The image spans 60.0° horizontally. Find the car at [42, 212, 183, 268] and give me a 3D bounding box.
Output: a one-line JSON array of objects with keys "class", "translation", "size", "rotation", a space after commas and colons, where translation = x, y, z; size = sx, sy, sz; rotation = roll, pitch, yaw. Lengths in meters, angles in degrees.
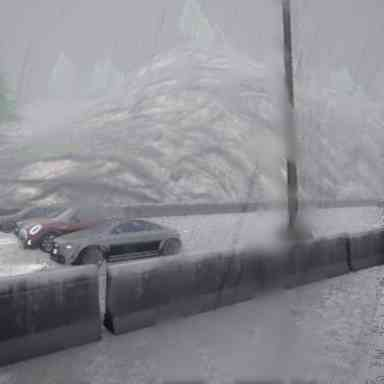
[{"class": "car", "translation": [-2.367, 1.548, 10.897], "size": [4.181, 1.385, 1.994], "rotation": [0, 0, -35]}]

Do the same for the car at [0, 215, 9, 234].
[{"class": "car", "translation": [-8.788, 1.531, 19.216], "size": [5.357, 1.411, 2.033], "rotation": [0, 0, -35]}]

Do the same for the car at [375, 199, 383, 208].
[{"class": "car", "translation": [26.522, 1.383, 44.306], "size": [5.357, 1.411, 2.033], "rotation": [0, 0, -35]}]

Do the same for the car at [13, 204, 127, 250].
[{"class": "car", "translation": [-4.541, 1.336, 13.646], "size": [4.553, 1.767, 2.097], "rotation": [0, 0, -35]}]

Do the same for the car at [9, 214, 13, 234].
[{"class": "car", "translation": [-6.479, 1.547, 16.563], "size": [4.181, 1.385, 1.994], "rotation": [0, 0, -35]}]
